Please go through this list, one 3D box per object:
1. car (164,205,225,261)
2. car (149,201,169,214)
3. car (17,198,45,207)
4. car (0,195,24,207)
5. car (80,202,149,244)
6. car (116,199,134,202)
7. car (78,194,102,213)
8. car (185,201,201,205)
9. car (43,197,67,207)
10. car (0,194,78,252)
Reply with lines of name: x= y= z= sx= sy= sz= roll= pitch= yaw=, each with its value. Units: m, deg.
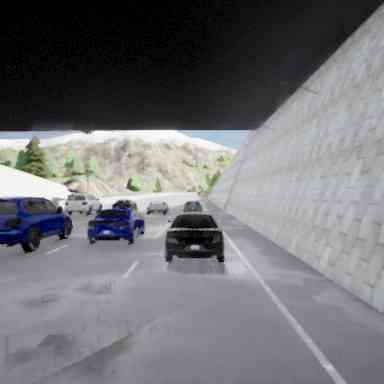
car: x=0.084 y=1.465 z=12.208 sx=1.882 sy=1.535 sz=5.008 roll=0 pitch=0 yaw=0
car: x=-3.426 y=1.569 z=34.107 sx=1.895 sy=1.301 sz=4.718 roll=0 pitch=0 yaw=0
car: x=-24.579 y=1.566 z=50.982 sx=1.895 sy=1.301 sz=4.718 roll=0 pitch=0 yaw=1
car: x=-28.079 y=1.320 z=51.063 sx=2.097 sy=1.767 sz=4.553 roll=0 pitch=0 yaw=0
car: x=-3.419 y=1.464 z=15.791 sx=1.882 sy=1.535 sz=5.008 roll=0 pitch=0 yaw=0
car: x=-6.926 y=1.447 z=34.631 sx=1.882 sy=1.535 sz=5.008 roll=0 pitch=0 yaw=0
car: x=-10.426 y=1.196 z=32.290 sx=2.150 sy=2.045 sz=5.566 roll=0 pitch=0 yaw=0
car: x=0.075 y=1.515 z=31.306 sx=2.033 sy=1.411 sz=5.357 roll=0 pitch=0 yaw=0
car: x=-21.084 y=1.488 z=51.496 sx=1.812 sy=1.442 sz=4.674 roll=0 pitch=0 yaw=0
car: x=-6.917 y=1.212 z=13.861 sx=2.150 sy=2.045 sz=5.566 roll=0 pitch=0 yaw=0
